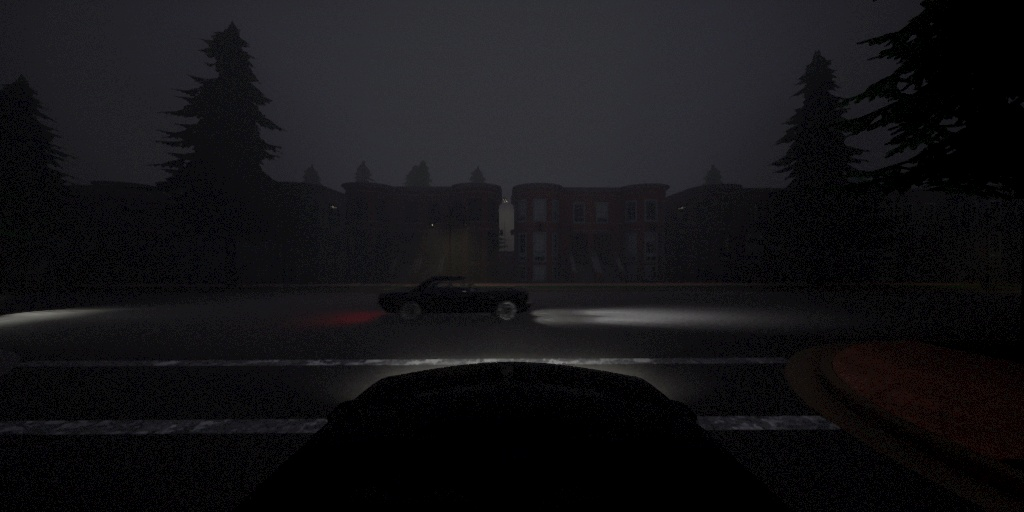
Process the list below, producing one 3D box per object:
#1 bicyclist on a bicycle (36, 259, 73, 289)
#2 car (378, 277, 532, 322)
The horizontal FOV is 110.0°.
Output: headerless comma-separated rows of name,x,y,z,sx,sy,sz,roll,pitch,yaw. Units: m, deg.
bicyclist on a bicycle,-25.674,1.018,20.144,0.582,1.620,1.656,0,0,-1
car,-1.709,1.332,11.714,4.718,1.301,1.895,0,0,-1
